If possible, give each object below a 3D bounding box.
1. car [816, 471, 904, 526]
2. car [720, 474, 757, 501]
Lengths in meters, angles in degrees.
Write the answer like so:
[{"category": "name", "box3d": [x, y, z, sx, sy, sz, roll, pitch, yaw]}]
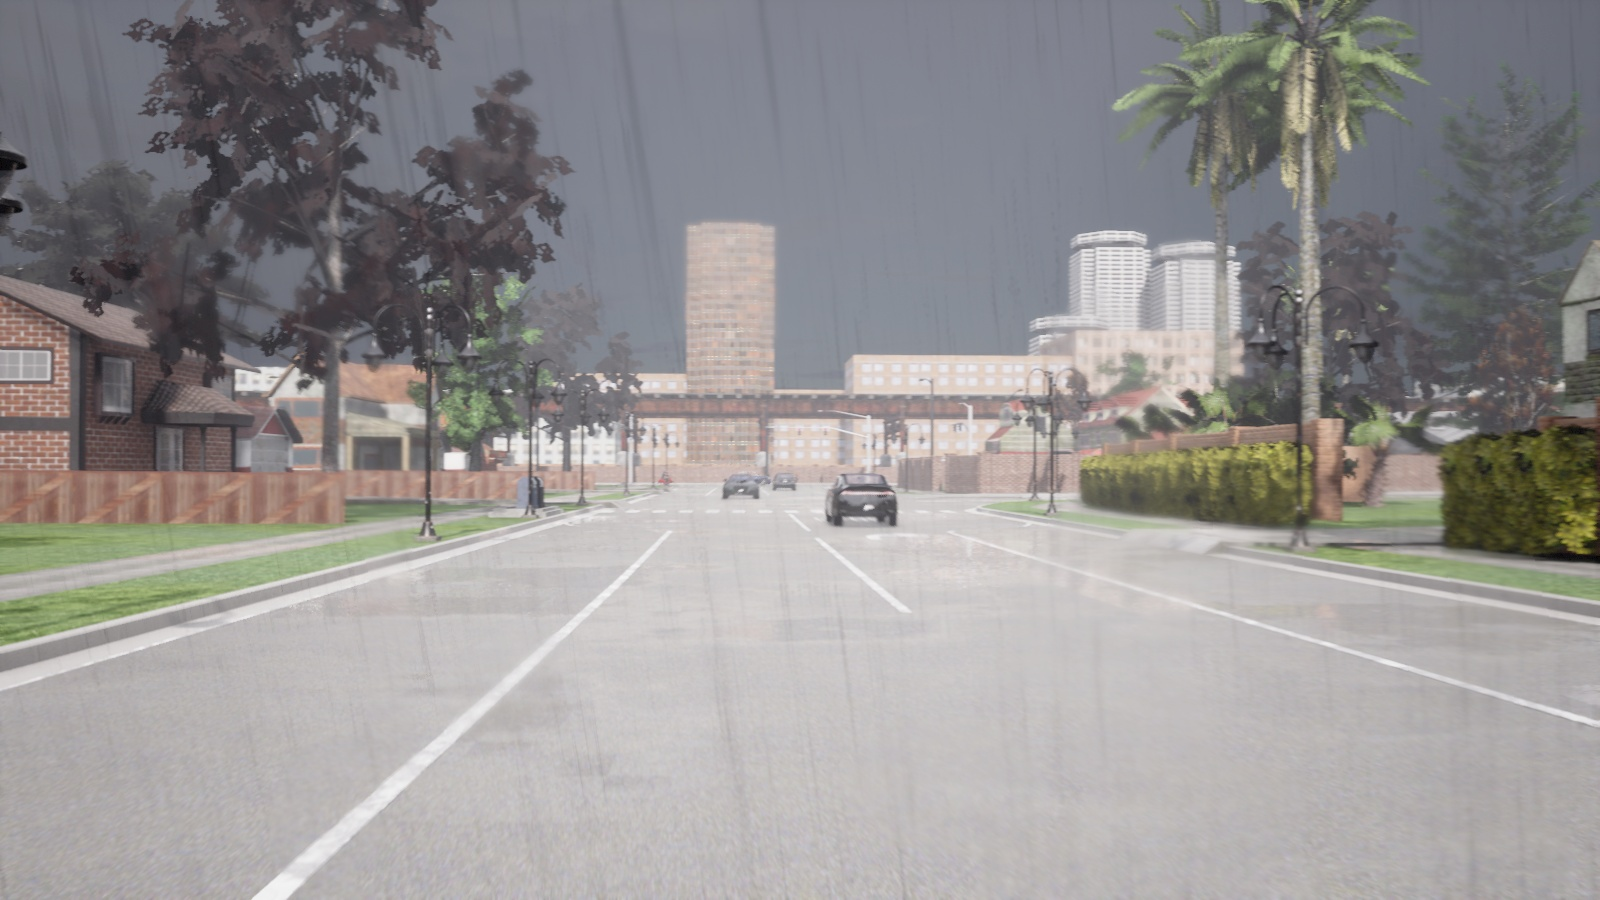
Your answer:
[{"category": "car", "box3d": [1.692, 1.386, 37.276, 2.128, 1.511, 4.902, 0, -1, -3]}, {"category": "car", "box3d": [-3.441, 2.070, 69.983, 1.994, 1.385, 4.181, 0, -1, -3]}]
